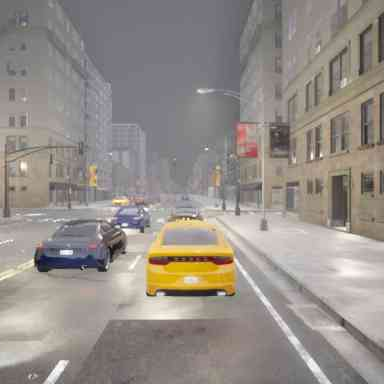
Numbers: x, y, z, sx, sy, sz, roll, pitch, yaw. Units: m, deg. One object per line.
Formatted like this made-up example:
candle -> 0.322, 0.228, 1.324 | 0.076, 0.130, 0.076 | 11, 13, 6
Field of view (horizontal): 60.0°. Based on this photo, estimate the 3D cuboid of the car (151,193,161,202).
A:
car -> -7.968, 1.255, 71.269 | 2.150, 2.045, 5.566 | 0, 0, -1

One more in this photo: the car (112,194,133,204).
car -> -10.891, 1.501, 51.189 | 1.882, 1.535, 5.008 | 0, 0, -1

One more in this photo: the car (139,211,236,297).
car -> -0.053, 1.480, 8.643 | 1.882, 1.535, 5.008 | 0, 0, -1

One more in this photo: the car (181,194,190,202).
car -> -1.664, 1.382, 80.685 | 2.097, 1.767, 4.553 | 0, 0, -1

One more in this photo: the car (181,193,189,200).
car -> -1.875, 1.255, 90.686 | 2.097, 1.767, 4.553 | 0, 0, -1

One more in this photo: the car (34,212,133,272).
car -> -3.355, 1.567, 10.782 | 1.994, 1.385, 4.181 | 0, 0, -1

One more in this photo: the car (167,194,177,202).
car -> -4.914, 1.382, 80.617 | 2.097, 1.767, 4.553 | 0, 0, -1

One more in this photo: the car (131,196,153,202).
car -> -7.638, 1.624, 51.151 | 1.895, 1.301, 4.718 | 0, 0, -1

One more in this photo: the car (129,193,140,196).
car -> -11.065, 1.249, 61.124 | 2.150, 2.045, 5.566 | 0, 0, -1

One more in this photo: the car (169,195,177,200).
car -> -5.125, 1.439, 90.648 | 2.033, 1.411, 5.357 | 0, 0, -1

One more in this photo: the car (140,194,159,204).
car -> -7.806, 1.575, 60.794 | 2.033, 1.411, 5.357 | 0, 0, -1

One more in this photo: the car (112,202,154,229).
car -> -3.532, 1.532, 19.524 | 1.812, 1.442, 4.674 | 0, 0, -1

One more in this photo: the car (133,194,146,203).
car -> -11.216, 1.385, 71.113 | 2.097, 1.767, 4.553 | 0, 0, -1

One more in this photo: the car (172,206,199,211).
car -> -0.352, 1.510, 18.124 | 1.837, 1.490, 4.892 | 0, 0, -1
